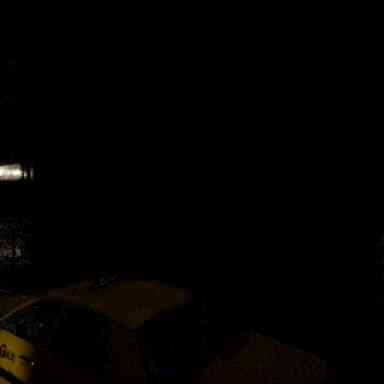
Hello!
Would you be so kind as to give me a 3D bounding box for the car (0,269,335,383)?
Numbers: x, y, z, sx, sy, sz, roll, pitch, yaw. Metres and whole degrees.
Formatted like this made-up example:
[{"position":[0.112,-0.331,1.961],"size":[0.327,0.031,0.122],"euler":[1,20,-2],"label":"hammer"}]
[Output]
[{"position":[-1.038,1.521,3.594],"size":[4.829,1.417,1.752],"euler":[0,0,37],"label":"car"}]
